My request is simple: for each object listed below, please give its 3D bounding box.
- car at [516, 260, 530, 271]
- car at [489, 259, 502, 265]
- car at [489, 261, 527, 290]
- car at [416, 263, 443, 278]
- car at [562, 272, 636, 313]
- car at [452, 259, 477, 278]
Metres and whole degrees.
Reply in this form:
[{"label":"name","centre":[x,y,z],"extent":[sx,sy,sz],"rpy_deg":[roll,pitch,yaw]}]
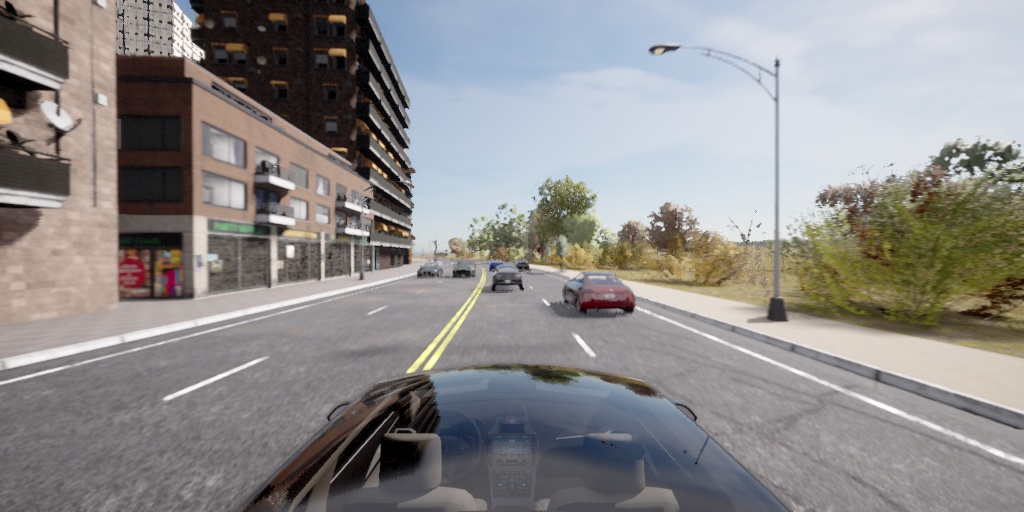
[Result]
[{"label":"car","centre":[1.222,1.216,48.069],"extent":[1.837,1.490,4.892],"rpy_deg":[0,0,-5]},{"label":"car","centre":[-2.149,1.202,49.211],"extent":[1.882,1.535,5.008],"rpy_deg":[0,0,-5]},{"label":"car","centre":[-0.329,1.270,22.500],"extent":[1.812,1.442,4.674],"rpy_deg":[0,0,-2]},{"label":"car","centre":[-7.620,1.329,33.633],"extent":[1.994,1.385,4.181],"rpy_deg":[0,0,-4]},{"label":"car","centre":[3.200,1.299,13.914],"extent":[1.994,1.385,4.181],"rpy_deg":[0,0,-1]},{"label":"car","centre":[-4.357,1.102,33.500],"extent":[2.097,1.767,4.553],"rpy_deg":[0,0,-4]}]
